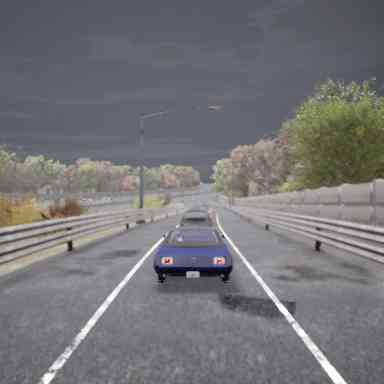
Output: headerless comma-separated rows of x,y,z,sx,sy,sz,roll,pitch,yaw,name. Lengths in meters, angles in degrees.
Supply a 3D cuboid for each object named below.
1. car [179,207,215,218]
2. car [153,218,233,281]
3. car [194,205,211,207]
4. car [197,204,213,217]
0.284,1.824,20.005,1.837,1.490,4.892,0,-2,2,car
0.056,1.669,9.953,1.895,1.301,4.718,0,-1,1,car
0.895,2.058,31.787,2.097,1.767,4.553,0,-2,3,car
1.909,2.546,46.703,2.097,1.767,4.553,0,-2,4,car
